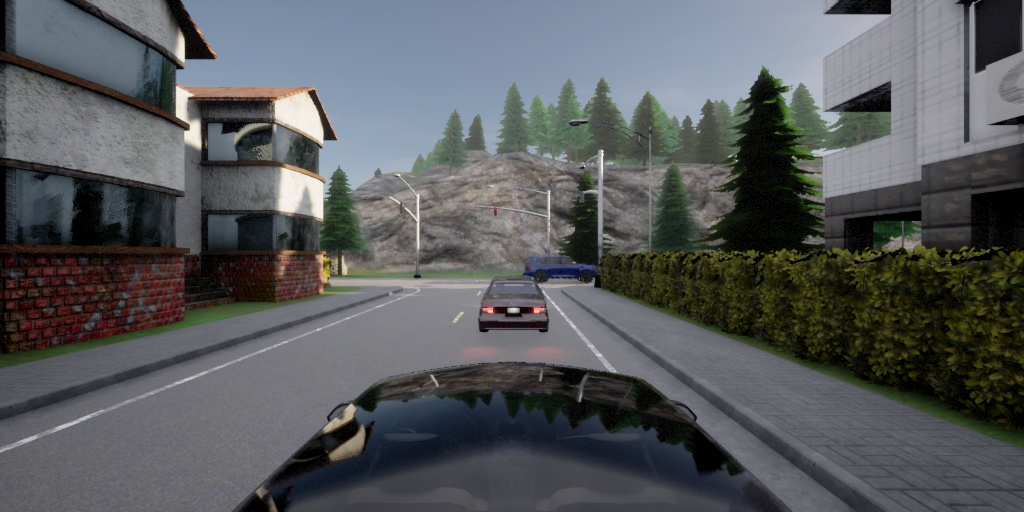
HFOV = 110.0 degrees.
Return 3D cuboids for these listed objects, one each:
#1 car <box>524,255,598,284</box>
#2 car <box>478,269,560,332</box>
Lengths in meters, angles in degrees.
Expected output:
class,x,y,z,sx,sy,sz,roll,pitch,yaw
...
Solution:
class,x,y,z,sx,sy,sz,roll,pitch,yaw
car,3.618,0.971,26.701,5.566,2.045,2.150,0,0,1
car,0.055,1.297,10.768,2.033,1.411,5.357,0,0,1
